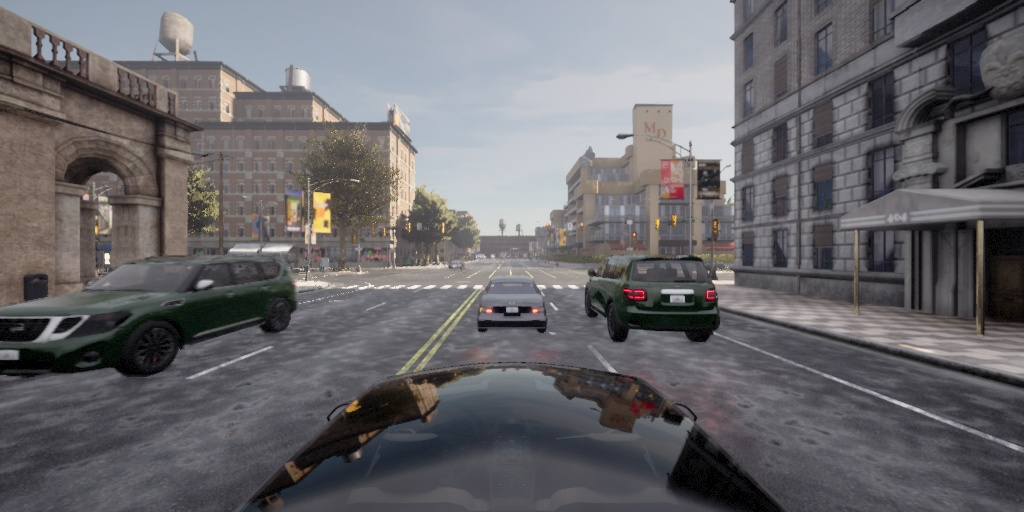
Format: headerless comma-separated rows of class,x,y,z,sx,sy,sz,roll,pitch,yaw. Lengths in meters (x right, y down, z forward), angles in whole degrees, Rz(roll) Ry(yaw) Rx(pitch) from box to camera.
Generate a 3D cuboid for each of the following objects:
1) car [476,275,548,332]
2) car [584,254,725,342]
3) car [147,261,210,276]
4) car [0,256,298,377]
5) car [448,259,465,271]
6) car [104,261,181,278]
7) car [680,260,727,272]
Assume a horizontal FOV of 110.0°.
car,-0.002,1.293,10.816,2.033,1.411,5.357,0,0,0
car,3.467,0.968,9.970,2.150,2.045,5.566,0,0,2
car,-33.746,1.259,36.346,4.674,1.442,1.812,0,0,0
car,-7.039,1.013,7.751,2.150,2.045,5.566,0,0,0
car,-7.463,1.200,48.781,2.128,1.511,4.902,0,0,-1
car,-33.748,1.227,32.845,4.902,1.511,2.128,0,0,0
car,23.851,1.233,44.810,4.892,1.490,1.837,-1,0,0
